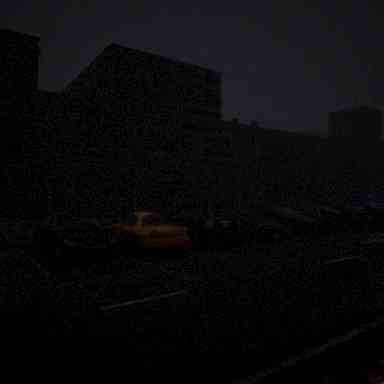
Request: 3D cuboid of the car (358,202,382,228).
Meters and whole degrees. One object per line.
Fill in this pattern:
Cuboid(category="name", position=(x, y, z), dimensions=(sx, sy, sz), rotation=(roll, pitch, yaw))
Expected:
Cuboid(category="car", position=(9.218, 1.556, 21.699), dimensions=(2.163, 1.488, 4.792), rotation=(0, 0, -35))

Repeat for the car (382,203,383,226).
Cuboid(category="car", position=(11.616, 1.538, 23.339), dimensions=(2.097, 1.535, 5.008), rotation=(0, 0, -35))

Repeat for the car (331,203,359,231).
Cuboid(category="car", position=(6.964, 1.518, 20.075), dimensions=(2.231, 1.521, 4.892), rotation=(0, 0, -35))

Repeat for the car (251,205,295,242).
Cuboid(category="car", position=(2.427, 1.530, 16.864), dimensions=(2.163, 1.488, 4.792), rotation=(0, 0, -35))

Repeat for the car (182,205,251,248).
Cuboid(category="car", position=(0.158, 1.367, 15.274), dimensions=(2.185, 1.767, 4.553), rotation=(0, 0, -35))

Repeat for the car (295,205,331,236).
Cuboid(category="car", position=(4.682, 1.508, 18.488), dimensions=(2.097, 1.535, 5.008), rotation=(0, 0, -35))

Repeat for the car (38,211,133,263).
Cuboid(category="car", position=(-4.316, 1.482, 12.176), dimensions=(2.231, 1.521, 4.892), rotation=(0, 0, -35))

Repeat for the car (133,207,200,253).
Cuboid(category="car", position=(-2.144, 1.484, 13.919), dimensions=(1.946, 1.575, 5.366), rotation=(0, 0, -35))
